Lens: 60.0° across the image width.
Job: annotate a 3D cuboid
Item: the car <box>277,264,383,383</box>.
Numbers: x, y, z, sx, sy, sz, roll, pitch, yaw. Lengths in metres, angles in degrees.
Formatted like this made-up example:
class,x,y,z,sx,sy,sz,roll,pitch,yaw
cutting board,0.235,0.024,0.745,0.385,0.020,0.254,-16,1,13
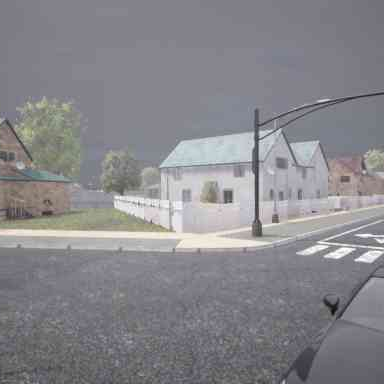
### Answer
class,x,y,z,sx,sy,sz,roll,pitch,yaw
car,2.551,1.524,3.451,1.812,1.442,4.674,0,0,42
